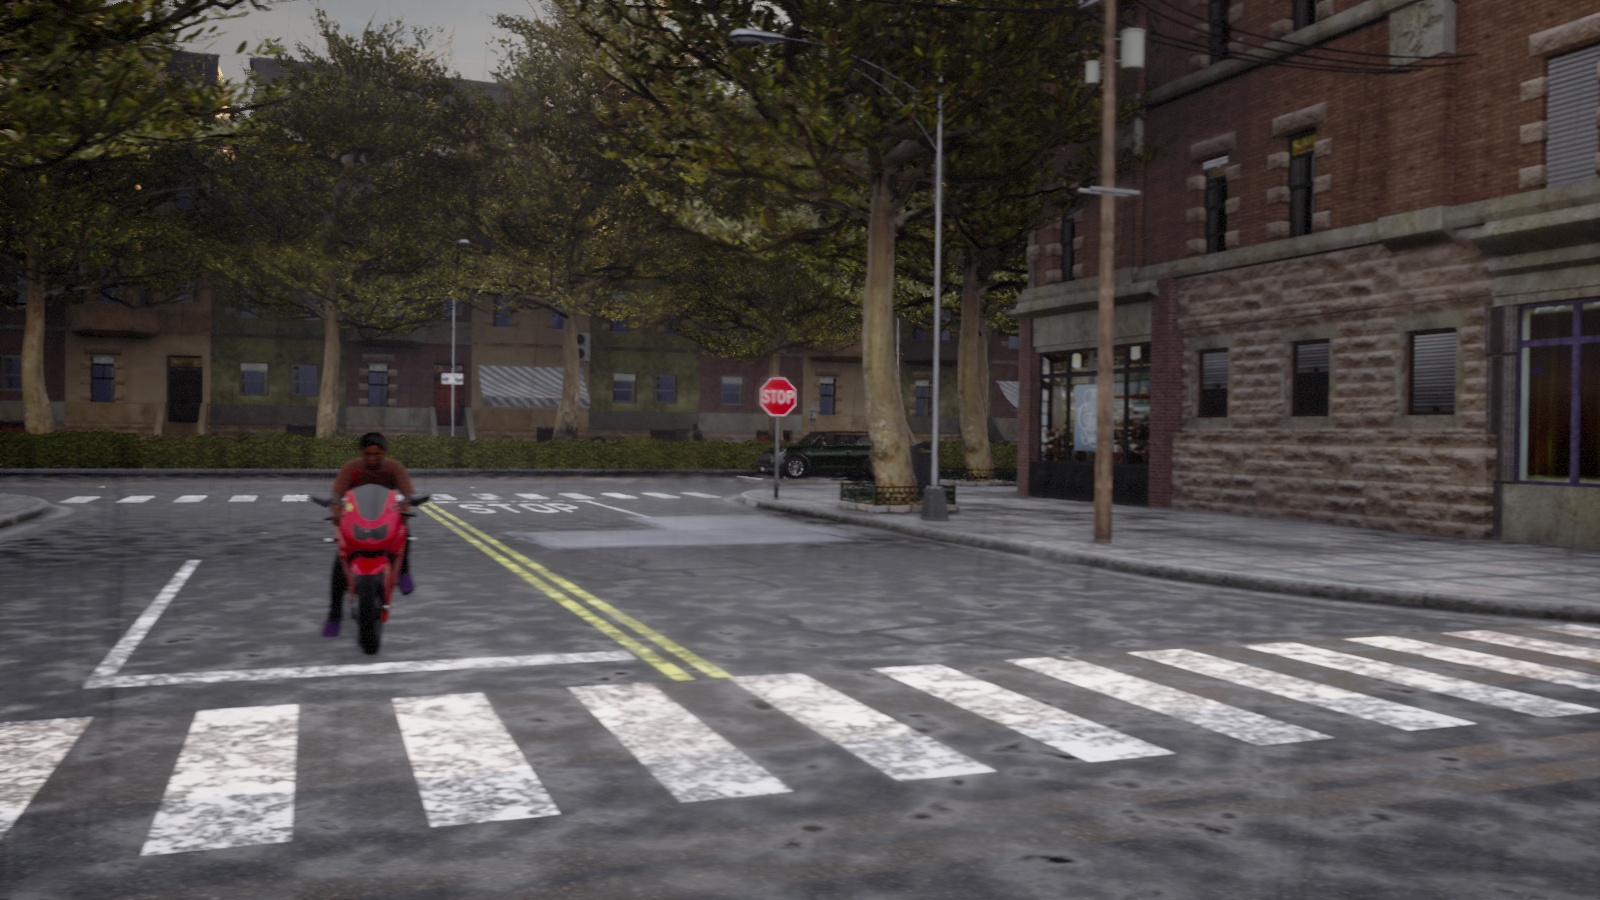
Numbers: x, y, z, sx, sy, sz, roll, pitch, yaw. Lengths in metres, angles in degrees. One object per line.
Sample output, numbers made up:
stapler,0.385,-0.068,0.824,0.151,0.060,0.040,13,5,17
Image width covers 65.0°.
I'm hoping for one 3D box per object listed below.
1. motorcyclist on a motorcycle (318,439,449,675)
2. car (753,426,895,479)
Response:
motorcyclist on a motorcycle,-3.053,0.687,9.248,0.797,1.523,2.044,-1,1,-18
car,0.842,0.047,44.234,4.553,1.767,2.097,-1,1,-21
